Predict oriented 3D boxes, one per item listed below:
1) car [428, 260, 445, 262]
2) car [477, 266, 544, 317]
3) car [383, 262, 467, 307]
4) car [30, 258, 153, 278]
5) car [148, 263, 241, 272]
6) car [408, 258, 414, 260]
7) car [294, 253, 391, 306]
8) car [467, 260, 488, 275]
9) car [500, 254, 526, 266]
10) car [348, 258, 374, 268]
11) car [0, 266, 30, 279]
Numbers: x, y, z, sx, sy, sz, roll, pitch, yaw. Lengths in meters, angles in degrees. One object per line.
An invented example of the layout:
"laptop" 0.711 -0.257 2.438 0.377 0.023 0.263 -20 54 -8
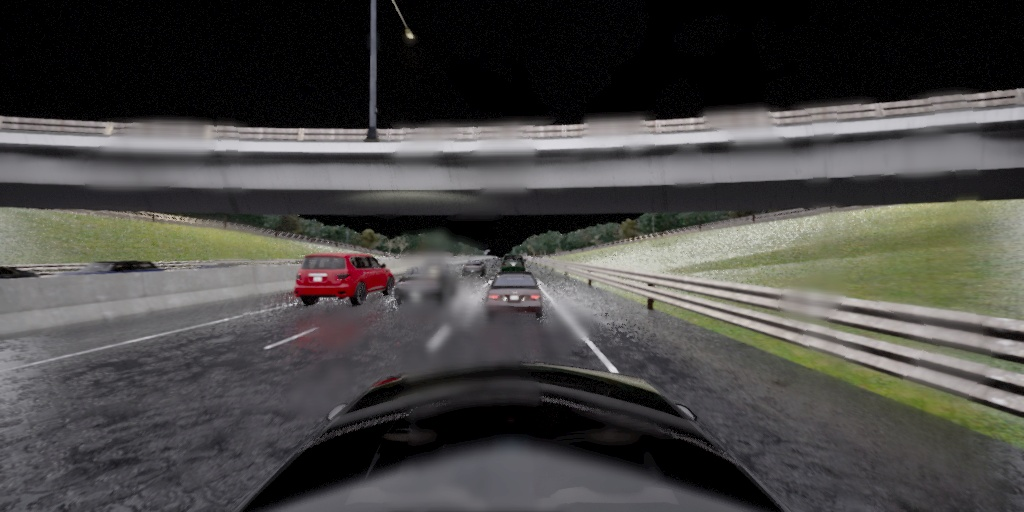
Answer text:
"car" -6.884 1.100 33.287 2.128 1.511 4.902 0 0 0
"car" 0.102 1.241 12.857 2.033 1.411 5.357 0 0 0
"car" -3.392 1.175 15.062 2.128 1.511 4.902 0 0 0
"car" -21.088 1.015 18.823 2.097 1.767 4.553 0 0 0
"car" -17.588 1.201 21.132 2.033 1.411 5.357 0 0 0
"car" -17.493 1.108 61.987 1.994 1.385 4.181 0 0 1
"car" -6.892 0.902 15.407 2.150 2.045 5.566 0 0 0
"car" -3.384 1.100 33.276 2.128 1.511 4.902 0 0 0
"car" 0.116 0.832 32.676 2.150 2.045 5.566 0 0 0
"car" -24.505 1.041 58.245 2.128 1.511 4.902 0 0 1
"car" -24.591 1.181 15.878 1.837 1.490 4.892 0 0 0
